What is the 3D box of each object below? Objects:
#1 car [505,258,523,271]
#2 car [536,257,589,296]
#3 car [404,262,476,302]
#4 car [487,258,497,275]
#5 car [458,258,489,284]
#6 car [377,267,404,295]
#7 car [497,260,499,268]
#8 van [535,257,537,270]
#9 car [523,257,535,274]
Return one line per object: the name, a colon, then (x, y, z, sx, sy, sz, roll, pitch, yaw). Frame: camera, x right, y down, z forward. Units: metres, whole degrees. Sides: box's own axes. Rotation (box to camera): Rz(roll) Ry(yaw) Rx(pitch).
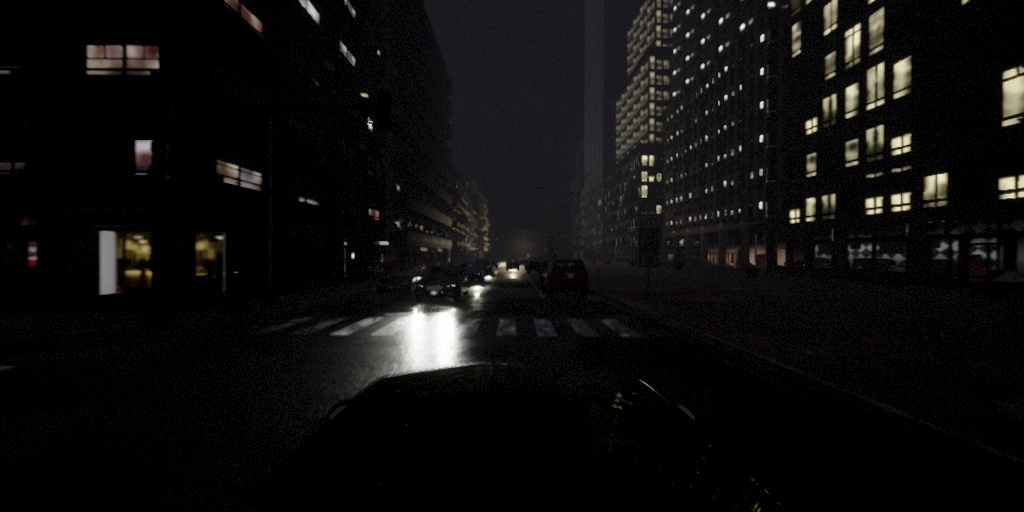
car: (0.114, 1.212, 48.480, 2.128, 1.511, 4.902, 0, 0, 0)
car: (2.694, 1.047, 18.944, 2.192, 1.841, 5.009, 0, 0, 0)
car: (-3.090, 1.192, 16.635, 2.128, 1.511, 4.902, 0, 0, 0)
car: (-3.063, 1.052, 37.160, 2.097, 1.767, 4.553, 0, 0, 1)
car: (-3.090, 1.175, 27.003, 1.882, 1.535, 5.008, 0, 0, 0)
car: (-5.686, 1.235, 18.945, 2.007, 1.370, 4.403, 0, 0, 0)
car: (-2.986, 0.988, 52.299, 1.882, 1.535, 5.008, 0, 0, 0)
van: (2.694, 1.071, 24.470, 1.690, 1.789, 3.998, 0, 0, 0)
car: (2.697, 1.047, 41.049, 2.192, 1.841, 5.009, 0, 0, 0)
